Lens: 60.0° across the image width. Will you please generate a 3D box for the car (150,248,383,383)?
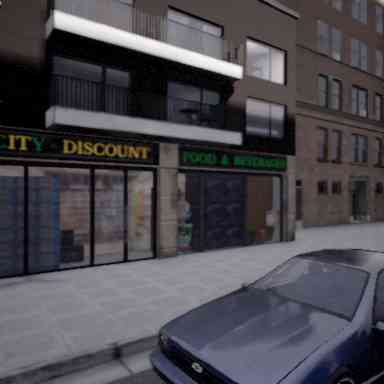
[{"bbox_3d":[2.151,1.563,4.605,5.357,1.411,2.033,0,0,-35],"label":"car"}]
